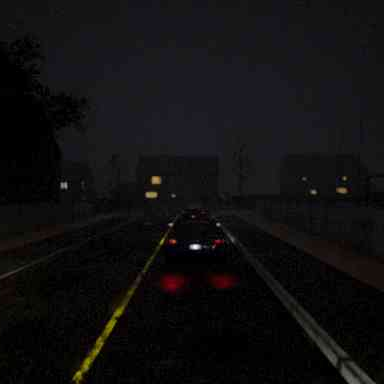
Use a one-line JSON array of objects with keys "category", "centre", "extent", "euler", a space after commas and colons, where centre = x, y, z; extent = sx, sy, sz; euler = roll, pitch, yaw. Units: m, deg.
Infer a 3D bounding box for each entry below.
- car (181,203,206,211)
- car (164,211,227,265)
[{"category": "car", "centre": [0.095, 1.581, 25.769], "extent": [1.812, 1.442, 4.674], "euler": [0, 0, 0]}, {"category": "car", "centre": [0.097, 1.582, 11.748], "extent": [1.994, 1.385, 4.181], "euler": [0, 0, 0]}]
